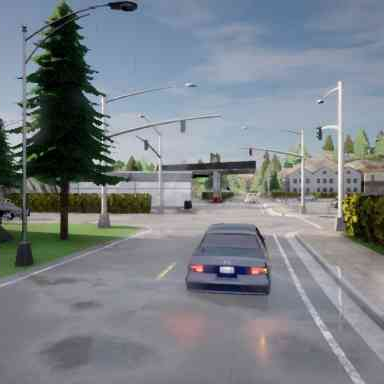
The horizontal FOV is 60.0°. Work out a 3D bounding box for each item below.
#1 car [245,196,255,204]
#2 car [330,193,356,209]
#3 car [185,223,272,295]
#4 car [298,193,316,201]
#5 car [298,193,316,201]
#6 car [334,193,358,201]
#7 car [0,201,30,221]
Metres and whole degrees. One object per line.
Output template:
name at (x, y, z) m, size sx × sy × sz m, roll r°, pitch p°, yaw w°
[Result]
car at (11.231, 1.526, 64.763) m, size 1.812 × 1.442 × 4.674 m, roll 0°, pitch 0°, yaw 10°
car at (20.262, 1.330, 42.355) m, size 5.027 × 1.636 × 2.152 m, roll 0°, pitch 0°, yaw 10°
car at (1.093, 1.547, 8.884) m, size 2.033 × 1.411 × 5.357 m, roll 0°, pitch 0°, yaw 10°
car at (27.398, 1.077, 79.257) m, size 3.866 × 1.878 × 1.905 m, roll 0°, pitch 0°, yaw 10°
car at (26.214, 1.361, 76.091) m, size 3.806 × 1.475 × 1.970 m, roll 0°, pitch 0°, yaw 10°
car at (34.568, 1.097, 74.643) m, size 4.605 × 1.855 × 1.932 m, roll 0°, pitch 0°, yaw 10°
car at (-15.737, 1.492, 27.210) m, size 4.902 × 1.511 × 2.128 m, roll 0°, pitch 0°, yaw 10°
